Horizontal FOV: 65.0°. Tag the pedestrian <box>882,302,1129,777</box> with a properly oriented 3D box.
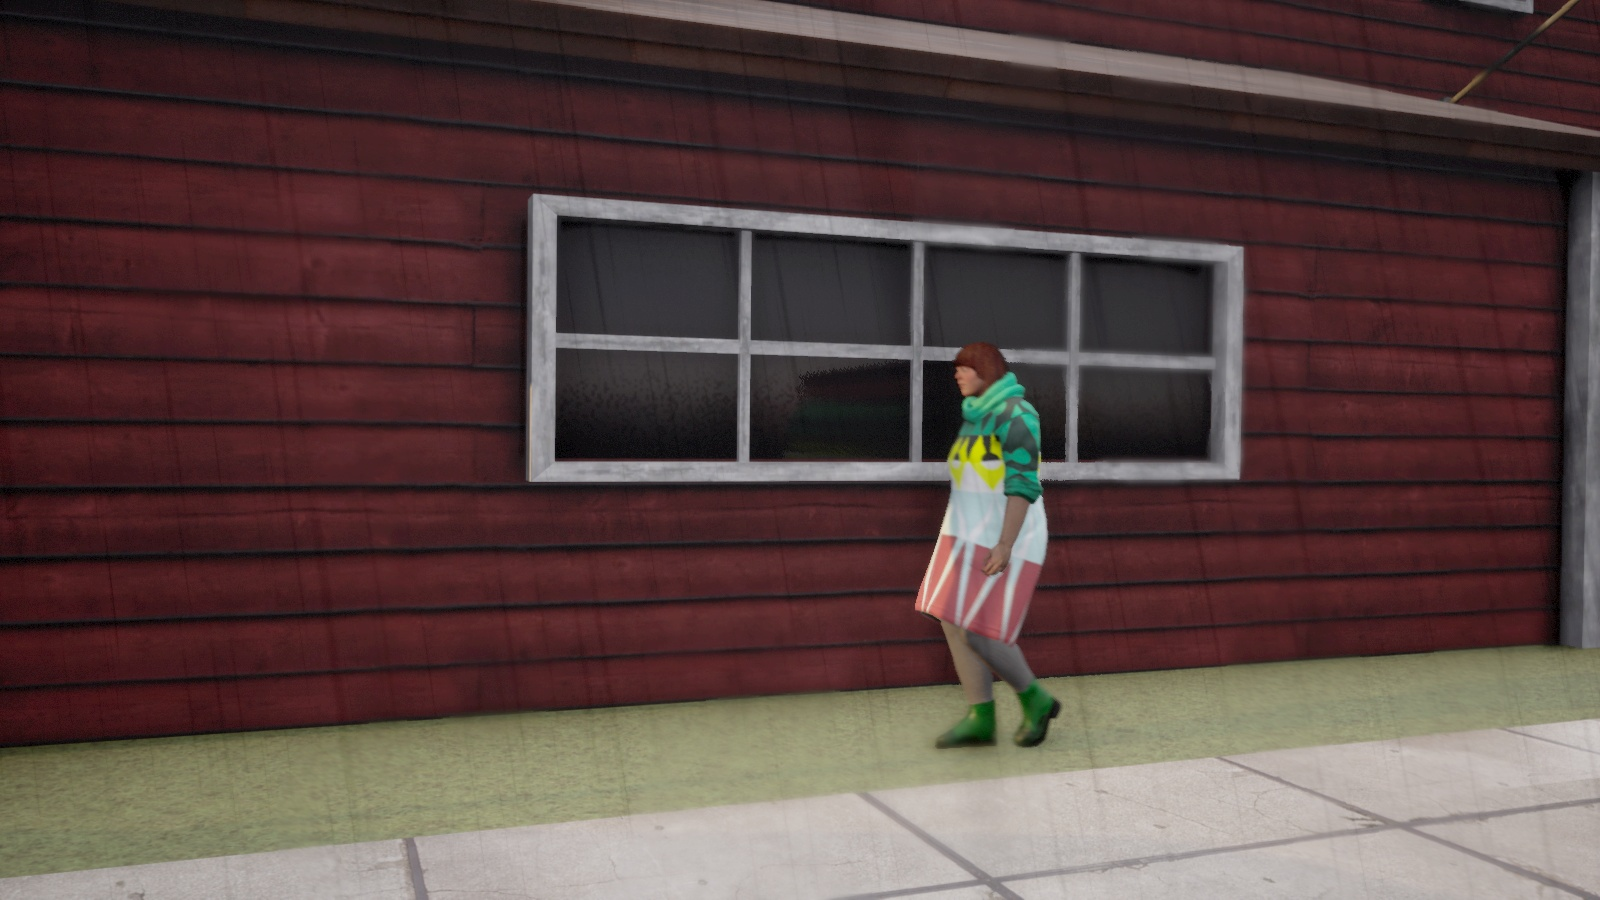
[{"bbox_3d":[0.896,0.361,5.589,0.873,1.952,0.659,-1,1,-16],"label":"pedestrian"}]
